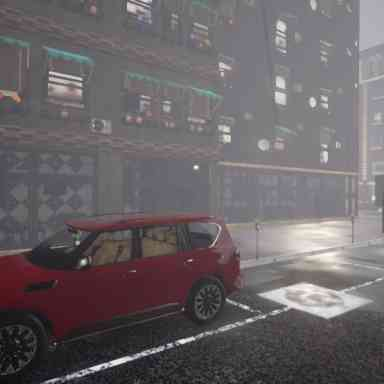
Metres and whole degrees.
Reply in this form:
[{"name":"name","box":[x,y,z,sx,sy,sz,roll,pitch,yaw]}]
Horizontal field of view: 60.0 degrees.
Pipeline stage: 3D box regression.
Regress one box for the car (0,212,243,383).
[{"name":"car","box":[-1.363,1.316,5.583,5.009,1.841,2.192,0,1,-35]}]

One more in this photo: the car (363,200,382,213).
[{"name":"car","box":[20.171,1.544,37.354,1.887,1.381,4.507,1,0,-36]}]

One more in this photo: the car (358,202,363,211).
[{"name":"car","box":[13.368,1.219,32.466,2.192,1.841,5.009,1,0,-36]}]
